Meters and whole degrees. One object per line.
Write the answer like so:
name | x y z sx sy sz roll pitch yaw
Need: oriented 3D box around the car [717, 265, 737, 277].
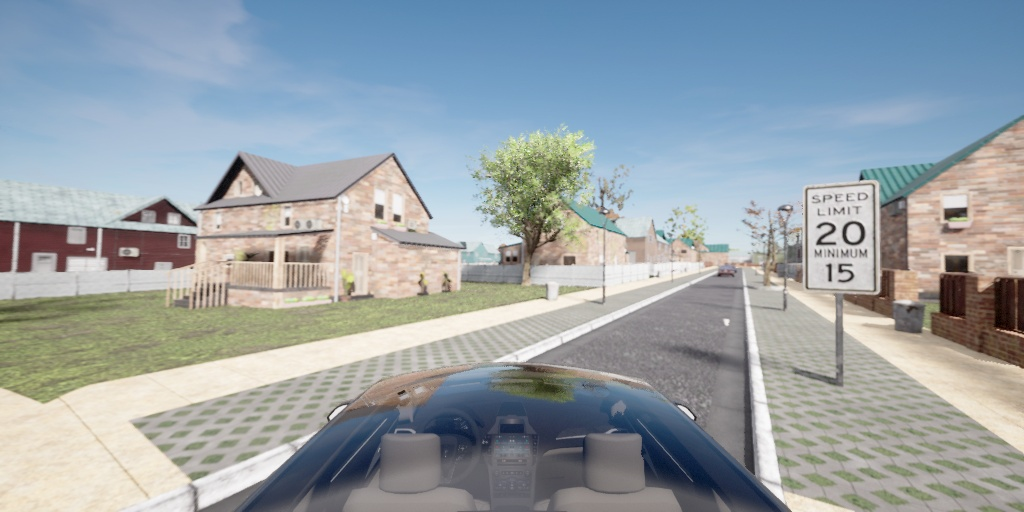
car | 26.984 1.918 45.120 2.033 1.411 5.357 0 -1 33
